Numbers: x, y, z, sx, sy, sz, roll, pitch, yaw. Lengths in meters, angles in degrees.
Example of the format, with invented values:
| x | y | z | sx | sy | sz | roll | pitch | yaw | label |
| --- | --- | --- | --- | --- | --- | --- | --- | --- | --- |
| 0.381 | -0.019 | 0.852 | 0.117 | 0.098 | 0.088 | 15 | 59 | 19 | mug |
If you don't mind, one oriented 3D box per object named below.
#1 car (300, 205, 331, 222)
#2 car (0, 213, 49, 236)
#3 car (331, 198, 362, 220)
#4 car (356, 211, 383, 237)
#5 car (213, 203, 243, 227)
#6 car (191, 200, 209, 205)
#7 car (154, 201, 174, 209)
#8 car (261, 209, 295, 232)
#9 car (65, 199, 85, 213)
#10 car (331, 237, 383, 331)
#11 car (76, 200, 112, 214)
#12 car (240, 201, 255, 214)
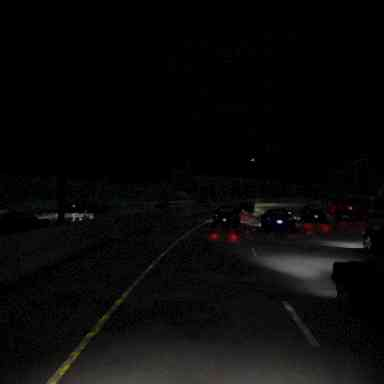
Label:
| x | y | z | sx | sy | sz | roll | pitch | yaw | label |
| --- | --- | --- | --- | --- | --- | --- | --- | --- | --- |
| 10.712 | 1.860 | 29.552 | 1.812 | 1.442 | 4.674 | 0 | -1 | 13 | car |
| -9.436 | 1.753 | 17.099 | 1.895 | 1.301 | 4.718 | 0 | -1 | 7 | car |
| 15.099 | 1.602 | 32.799 | 2.150 | 2.045 | 5.566 | 0 | -1 | 15 | car |
| 7.787 | 1.647 | 11.661 | 1.837 | 1.490 | 4.892 | 0 | -1 | 5 | car |
| 2.690 | 1.797 | 25.425 | 1.812 | 1.442 | 4.674 | 0 | -1 | 11 | car |
| 1.543 | 2.163 | 59.217 | 2.033 | 1.411 | 5.357 | 0 | -1 | 20 | car |
| -4.463 | 2.098 | 52.786 | 1.994 | 1.385 | 4.181 | 0 | -1 | 19 | car |
| 5.670 | 1.810 | 22.228 | 1.994 | 1.385 | 4.181 | 0 | -1 | 9 | car |
| -14.811 | 1.758 | 43.270 | 2.097 | 1.767 | 4.553 | 0 | 0 | 16 | car |
| 3.786 | 1.663 | 4.920 | 1.895 | 1.301 | 4.718 | 0 | -1 | 2 | car |
| -11.831 | 1.994 | 41.084 | 1.895 | 1.301 | 4.718 | 0 | -1 | 16 | car |
| 6.668 | 1.949 | 41.224 | 1.837 | 1.490 | 4.892 | 0 | -1 | 17 | car |
